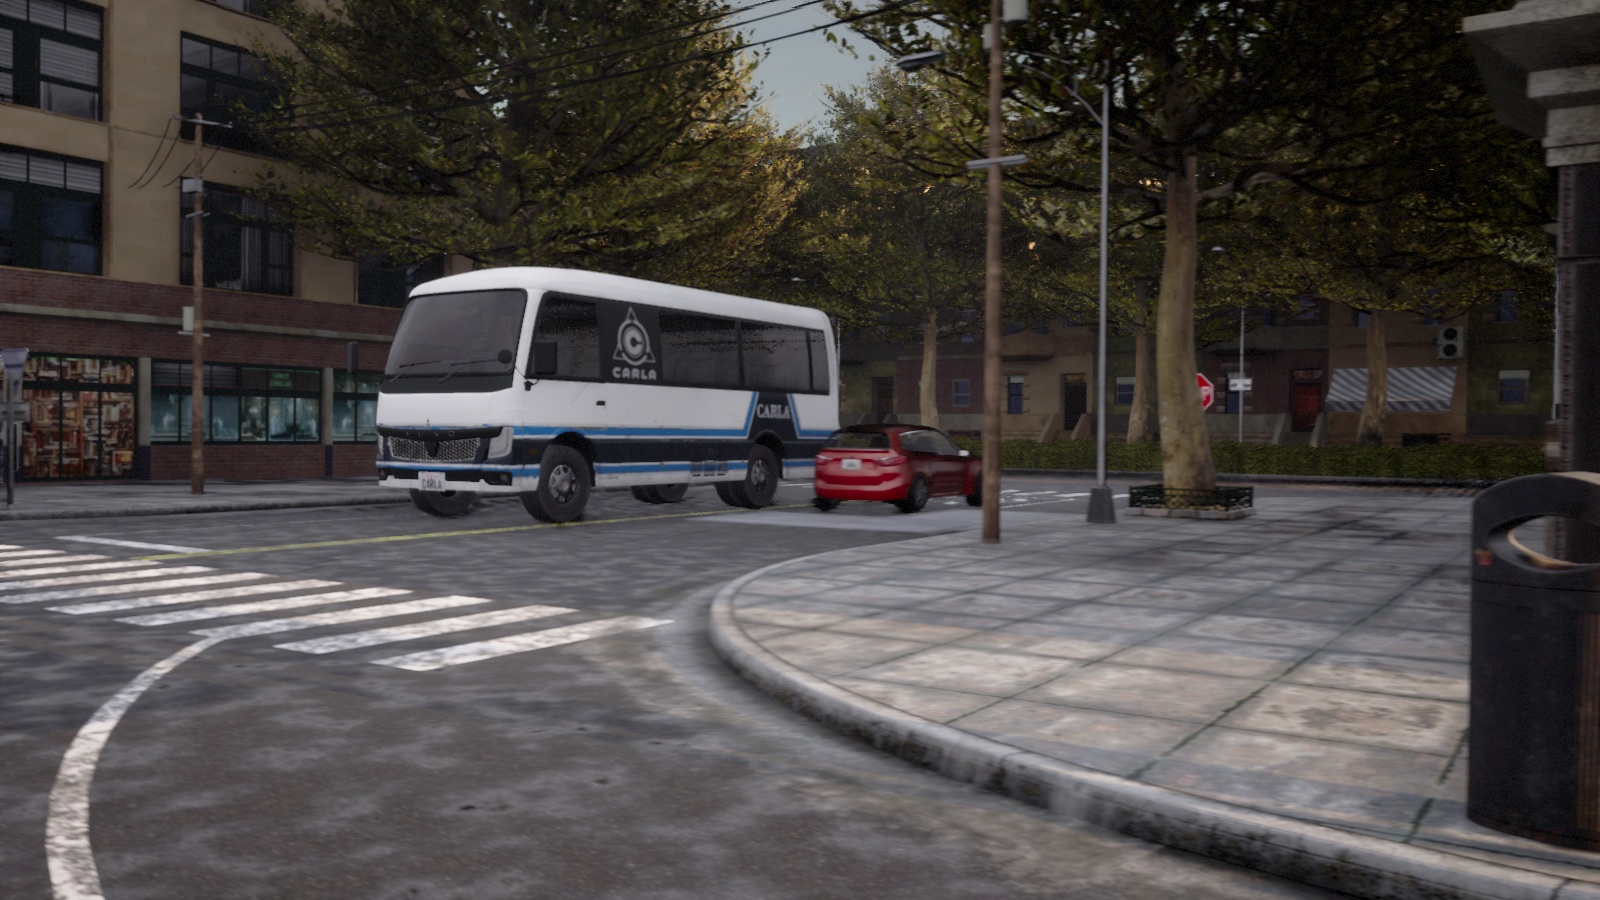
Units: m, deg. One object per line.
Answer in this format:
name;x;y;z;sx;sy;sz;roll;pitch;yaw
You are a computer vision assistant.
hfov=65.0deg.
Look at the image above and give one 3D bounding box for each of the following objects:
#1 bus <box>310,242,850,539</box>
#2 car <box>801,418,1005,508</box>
bus;-3.395;-0.935;23.372;3.944;4.253;10.273;0;1;33
car;2.222;0.204;25.658;2.242;1.667;4.611;0;1;33
